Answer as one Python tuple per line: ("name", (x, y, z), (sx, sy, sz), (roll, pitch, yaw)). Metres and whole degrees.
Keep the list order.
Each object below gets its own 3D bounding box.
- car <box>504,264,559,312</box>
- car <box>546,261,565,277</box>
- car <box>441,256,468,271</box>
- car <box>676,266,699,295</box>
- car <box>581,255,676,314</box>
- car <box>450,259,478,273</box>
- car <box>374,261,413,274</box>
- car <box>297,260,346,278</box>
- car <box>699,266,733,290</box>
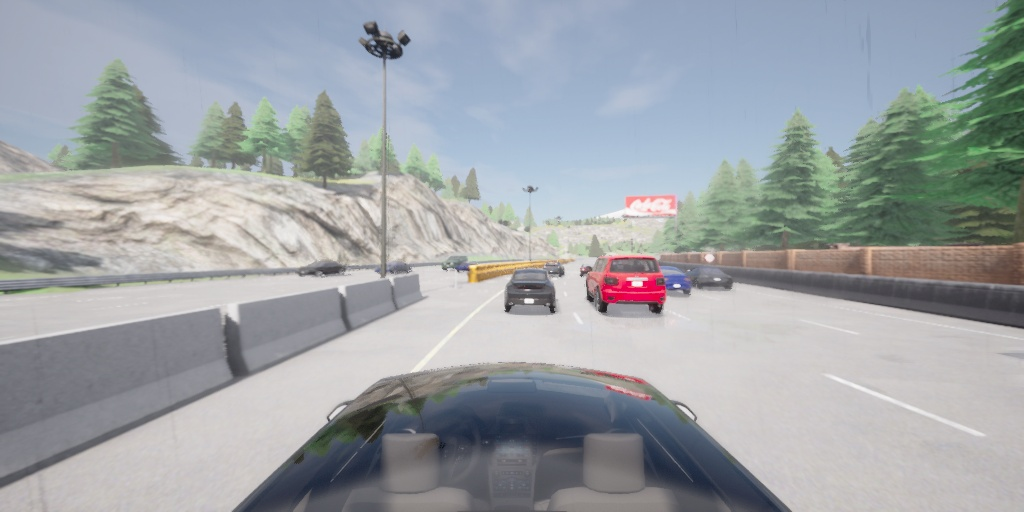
("car", (0.785, 1.254, 14.424), (1.837, 1.490, 4.892), (0, 0, 5))
("car", (4.225, 1.254, 35.911), (2.128, 1.511, 4.902), (0, 0, 13))
("car", (-7.485, 0.955, 48.192), (2.150, 2.045, 5.566), (0, 0, 14))
("car", (8.422, 1.299, 19.967), (1.812, 1.442, 4.674), (0, 0, 7))
("car", (4.245, 0.983, 14.157), (2.150, 2.045, 5.566), (0, 0, 5))
("car", (-5.260, 1.337, 42.519), (1.895, 1.301, 4.718), (0, 0, 13))
("car", (-13.060, 1.263, 39.865), (2.033, 1.411, 5.357), (0, 0, 13))
("car", (-17.867, 1.180, 33.897), (1.882, 1.535, 5.008), (0, 0, 11))
("car", (12.423, 1.348, 23.140), (1.994, 1.385, 4.181), (0, 0, 9))
